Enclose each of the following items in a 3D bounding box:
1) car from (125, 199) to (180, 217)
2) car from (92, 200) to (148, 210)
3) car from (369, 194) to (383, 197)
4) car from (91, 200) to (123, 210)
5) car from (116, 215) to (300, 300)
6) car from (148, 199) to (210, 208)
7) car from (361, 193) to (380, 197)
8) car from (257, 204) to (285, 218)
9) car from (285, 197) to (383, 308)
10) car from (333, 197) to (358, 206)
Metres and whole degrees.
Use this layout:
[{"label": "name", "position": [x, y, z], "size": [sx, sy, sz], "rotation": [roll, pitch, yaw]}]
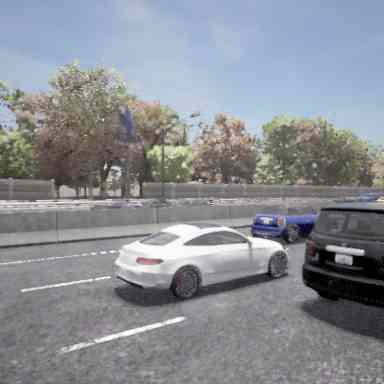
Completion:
[{"label": "car", "position": [-3.649, 1.490, 31.490], "size": [4.892, 1.490, 1.837], "rotation": [0, 0, -35]}, {"label": "car", "position": [-5.015, 1.589, 26.217], "size": [4.718, 1.301, 1.895], "rotation": [0, 0, -36]}, {"label": "car", "position": [29.657, 1.488, 50.904], "size": [5.008, 1.535, 1.882], "rotation": [0, 0, -35]}, {"label": "car", "position": [-7.292, 1.534, 33.191], "size": [5.357, 1.411, 2.033], "rotation": [0, 0, -35]}, {"label": "car", "position": [0.432, 1.520, 8.359], "size": [4.674, 1.442, 1.812], "rotation": [0, 0, -36]}, {"label": "car", "position": [-0.607, 1.338, 25.061], "size": [4.553, 1.767, 2.097], "rotation": [0, 0, -35]}, {"label": "car", "position": [29.581, 1.238, 55.123], "size": [5.566, 2.045, 2.150], "rotation": [0, 0, -35]}, {"label": "car", "position": [5.019, 1.340, 15.936], "size": [4.553, 1.767, 2.097], "rotation": [0, 0, -36]}, {"label": "car", "position": [4.722, 1.214, 7.121], "size": [5.566, 2.045, 2.150], "rotation": [0, 0, -36]}, {"label": "car", "position": [26.395, 1.613, 57.149], "size": [4.718, 1.301, 1.895], "rotation": [0, 0, -35]}]
